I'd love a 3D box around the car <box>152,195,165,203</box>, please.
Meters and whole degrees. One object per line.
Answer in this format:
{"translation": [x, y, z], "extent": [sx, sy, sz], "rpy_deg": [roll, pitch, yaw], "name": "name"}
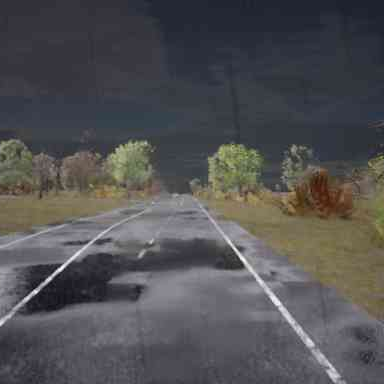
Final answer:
{"translation": [-7.418, 1.581, 70.495], "extent": [1.812, 1.442, 4.674], "rpy_deg": [0, 0, 0], "name": "car"}
